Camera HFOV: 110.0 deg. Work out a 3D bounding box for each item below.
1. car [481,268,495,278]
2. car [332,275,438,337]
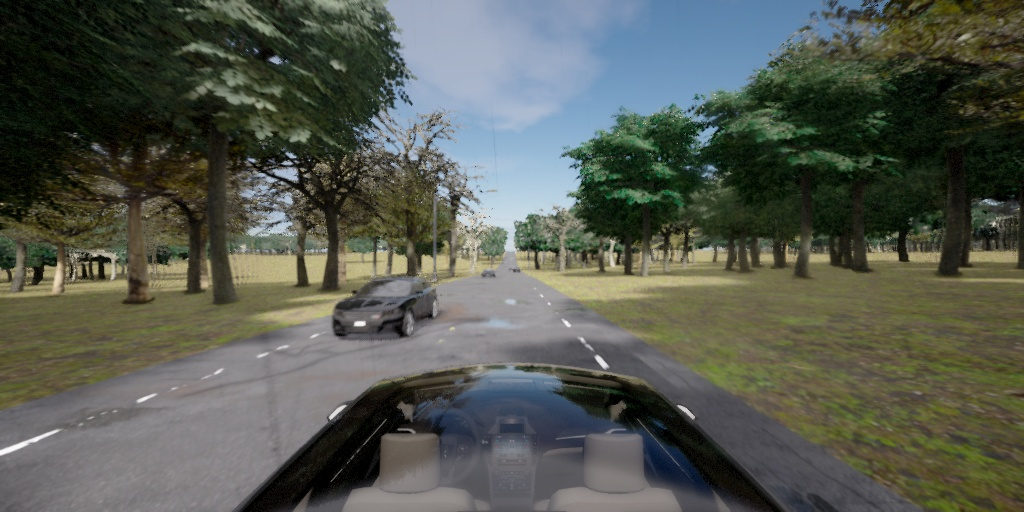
[{"bbox_3d":[-3.546,2.573,54.249,1.994,1.385,4.181,0,-2,0],"label":"car"},{"bbox_3d":[-3.597,1.374,10.990,1.882,1.535,5.008,0,-1,0],"label":"car"}]
